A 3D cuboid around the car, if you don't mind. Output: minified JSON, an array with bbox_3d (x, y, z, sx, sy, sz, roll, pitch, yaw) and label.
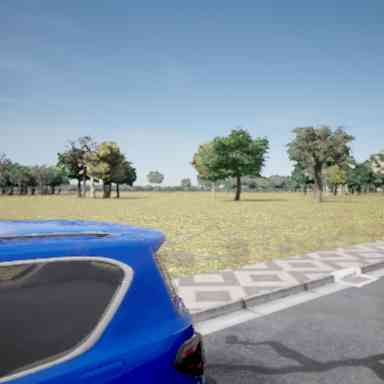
[{"bbox_3d":[-2.450,1.241,1.439,5.566,2.045,2.150,0,0,-37],"label":"car"}]
